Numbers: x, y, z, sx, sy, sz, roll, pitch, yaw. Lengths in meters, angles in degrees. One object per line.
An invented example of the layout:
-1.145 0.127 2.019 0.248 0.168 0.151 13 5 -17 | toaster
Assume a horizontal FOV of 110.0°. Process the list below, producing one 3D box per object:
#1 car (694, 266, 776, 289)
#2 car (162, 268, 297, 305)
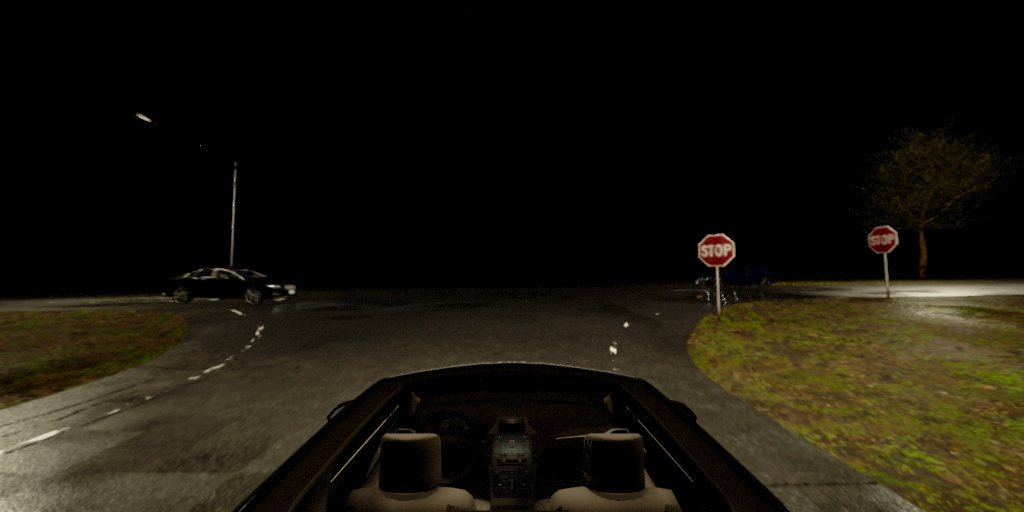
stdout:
13.882 1.337 22.431 4.674 1.442 1.812 -1 -4 -1 | car
-11.732 1.236 15.114 4.902 1.511 2.128 0 -3 0 | car
